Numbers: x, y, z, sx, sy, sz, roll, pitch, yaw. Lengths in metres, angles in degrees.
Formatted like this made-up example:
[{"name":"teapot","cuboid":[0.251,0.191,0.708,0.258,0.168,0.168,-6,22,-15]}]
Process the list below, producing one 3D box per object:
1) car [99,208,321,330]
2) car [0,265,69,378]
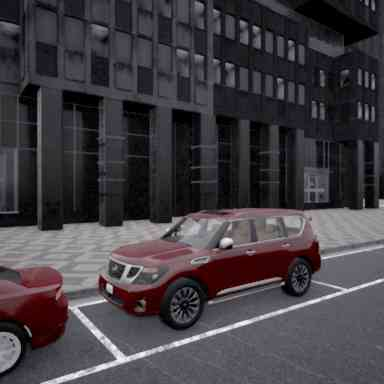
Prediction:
[{"name":"car","cuboid":[0.664,1.313,7.075,5.009,1.841,2.192,0,0,-35]},{"name":"car","cuboid":[-3.852,1.545,3.913,4.507,1.381,1.887,0,0,-35]}]
